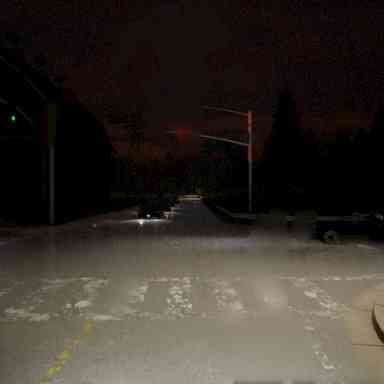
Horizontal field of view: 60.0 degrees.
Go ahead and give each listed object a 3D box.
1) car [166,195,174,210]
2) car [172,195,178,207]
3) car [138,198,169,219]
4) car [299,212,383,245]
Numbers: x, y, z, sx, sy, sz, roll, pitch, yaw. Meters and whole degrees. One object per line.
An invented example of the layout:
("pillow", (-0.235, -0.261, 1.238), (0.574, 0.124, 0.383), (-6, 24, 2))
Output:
("car", (-3.533, 1.505, 39.677), (1.837, 1.490, 4.892), (0, 0, 0))
("car", (-3.506, 1.526, 49.956), (1.812, 1.442, 4.674), (0, 0, 0))
("car", (-3.550, 1.547, 29.836), (2.033, 1.411, 5.357), (0, 0, 0))
("car", (7.295, 1.574, 14.756), (4.718, 1.301, 1.895), (0, 0, -1))
